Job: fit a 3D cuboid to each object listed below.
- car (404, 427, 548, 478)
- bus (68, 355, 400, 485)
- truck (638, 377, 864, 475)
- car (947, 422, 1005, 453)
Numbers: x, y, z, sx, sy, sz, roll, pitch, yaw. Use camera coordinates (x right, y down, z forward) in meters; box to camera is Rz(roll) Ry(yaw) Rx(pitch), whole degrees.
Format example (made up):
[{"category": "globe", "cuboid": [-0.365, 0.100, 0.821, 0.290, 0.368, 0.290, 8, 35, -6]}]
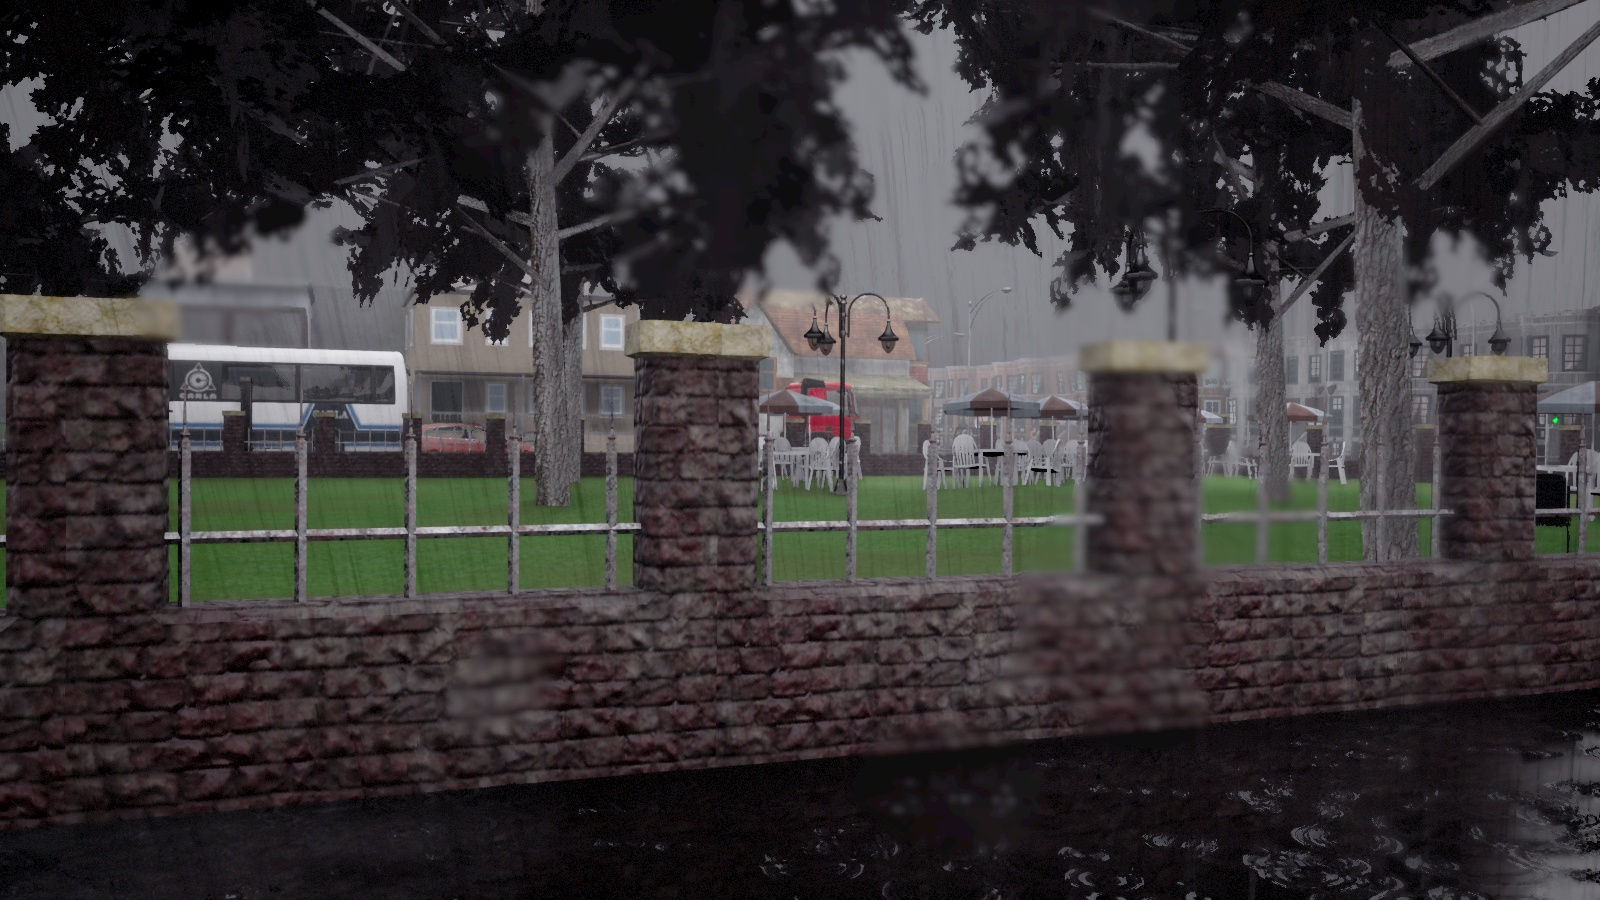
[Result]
[{"category": "car", "cuboid": [-11.281, 0.054, 43.628, 4.611, 1.667, 2.242, -1, 1, -21]}, {"category": "bus", "cuboid": [-19.743, -1.092, 44.682, 10.273, 4.253, 3.944, -1, 1, -20]}, {"category": "truck", "cuboid": [-1.839, -0.932, 47.189, 7.936, 3.462, 2.891, -1, 1, -21]}, {"category": "car", "cuboid": [10.744, -0.773, 76.893, 1.905, 1.878, 3.866, -1, 1, -21]}]
